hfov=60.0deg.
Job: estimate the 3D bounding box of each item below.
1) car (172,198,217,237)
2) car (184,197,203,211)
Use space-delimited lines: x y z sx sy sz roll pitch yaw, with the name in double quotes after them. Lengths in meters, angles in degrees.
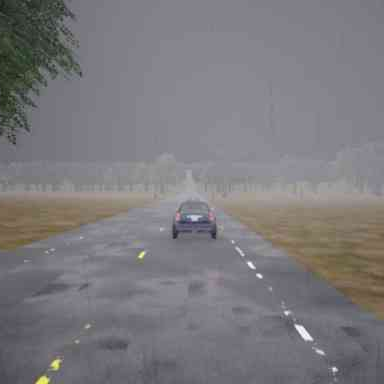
0.119 1.247 17.304 2.097 1.767 4.553 0 0 0 "car"
0.156 1.333 38.010 1.994 1.385 4.181 0 0 0 "car"
